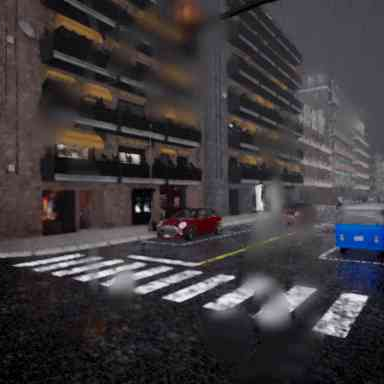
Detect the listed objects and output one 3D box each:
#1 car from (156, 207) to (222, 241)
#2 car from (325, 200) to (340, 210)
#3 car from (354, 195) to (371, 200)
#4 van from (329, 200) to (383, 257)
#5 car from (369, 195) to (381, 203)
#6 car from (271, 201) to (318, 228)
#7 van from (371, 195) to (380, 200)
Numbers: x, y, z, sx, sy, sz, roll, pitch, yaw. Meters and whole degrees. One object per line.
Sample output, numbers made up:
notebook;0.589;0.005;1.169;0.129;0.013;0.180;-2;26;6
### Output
car;-0.085;1.604;17.715;1.967;1.590;4.097;-1;-1;35
car;19.439;1.797;45.516;1.802;1.307;4.206;-1;-1;35
car;32.453;1.579;64.055;2.192;1.841;5.009;-1;-1;35
van;6.761;1.363;12.886;1.690;1.788;3.998;-1;-1;35
car;45.467;1.643;82.589;2.192;1.841;5.009;-1;-1;35
car;7.315;1.474;23.579;2.097;1.767;4.553;-1;-1;35
van;42.215;1.648;77.956;1.690;1.788;3.998;-1;-1;35
